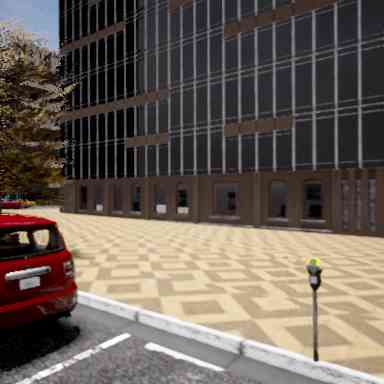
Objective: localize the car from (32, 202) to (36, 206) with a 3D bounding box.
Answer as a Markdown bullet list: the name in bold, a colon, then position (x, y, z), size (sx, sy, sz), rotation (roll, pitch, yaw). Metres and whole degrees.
- **car**: position (-26.406, 1.730, 50.657), size (1.752, 1.417, 4.829), rotation (-1, -2, 35)

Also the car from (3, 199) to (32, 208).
- **car**: position (-22.747, 1.524, 41.401), size (1.967, 1.590, 4.097), rotation (-1, -2, 35)

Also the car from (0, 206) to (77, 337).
- **car**: position (-4.100, 1.280, 5.811), size (5.009, 1.841, 2.192), rotation (0, 0, 36)
